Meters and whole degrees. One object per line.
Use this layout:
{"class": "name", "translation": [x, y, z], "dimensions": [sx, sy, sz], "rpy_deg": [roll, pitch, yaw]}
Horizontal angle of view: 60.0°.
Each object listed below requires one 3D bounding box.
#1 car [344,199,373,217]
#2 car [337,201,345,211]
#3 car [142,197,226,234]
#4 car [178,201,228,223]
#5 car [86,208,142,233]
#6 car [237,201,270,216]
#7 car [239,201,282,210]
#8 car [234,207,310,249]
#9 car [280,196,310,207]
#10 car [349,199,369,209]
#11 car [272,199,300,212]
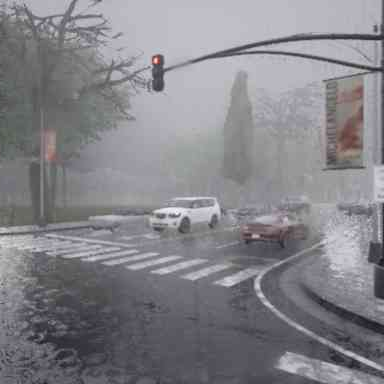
{"class": "car", "translation": [17.398, 1.730, 34.282], "dimensions": [1.812, 1.442, 4.674], "rpy_deg": [0, 0, 35]}
{"class": "car", "translation": [21.235, 1.852, 45.421], "dimensions": [1.994, 1.385, 4.181], "rpy_deg": [0, -1, 35]}
{"class": "car", "translation": [-0.259, 1.328, 20.761], "dimensions": [2.150, 2.045, 5.566], "rpy_deg": [0, 0, 34]}
{"class": "car", "translation": [1.055, 1.618, 28.287], "dimensions": [1.882, 1.535, 5.008], "rpy_deg": [0, 0, 35]}
{"class": "car", "translation": [-4.186, 1.701, 20.808], "dimensions": [1.895, 1.301, 4.718], "rpy_deg": [0, 0, 35]}
{"class": "car", "translation": [6.744, 1.753, 36.401], "dimensions": [1.994, 1.385, 4.181], "rpy_deg": [0, 0, 35]}
{"class": "car", "translation": [5.713, 1.701, 29.272], "dimensions": [2.033, 1.411, 5.357], "rpy_deg": [0, 0, 35]}
{"class": "car", "translation": [3.888, 1.617, 15.236], "dimensions": [1.812, 1.442, 4.674], "rpy_deg": [0, 0, 35]}
{"class": "car", "translation": [11.710, 1.431, 37.819], "dimensions": [2.150, 2.045, 5.566], "rpy_deg": [0, 0, 36]}
{"class": "car", "translation": [26.943, 1.866, 53.564], "dimensions": [2.128, 1.511, 4.902], "rpy_deg": [0, -1, 35]}
{"class": "car", "translation": [12.699, 1.745, 44.839], "dimensions": [2.128, 1.511, 4.902], "rpy_deg": [0, 0, 36]}
